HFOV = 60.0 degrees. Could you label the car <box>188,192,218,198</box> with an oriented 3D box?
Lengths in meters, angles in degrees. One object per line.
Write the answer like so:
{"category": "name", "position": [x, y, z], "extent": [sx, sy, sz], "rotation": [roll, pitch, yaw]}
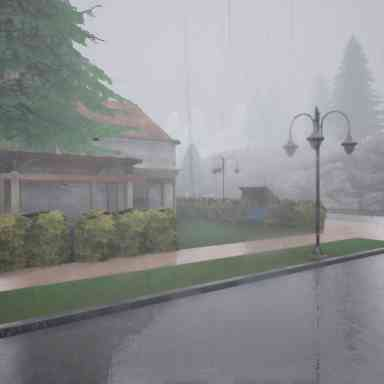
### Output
{"category": "car", "position": [1.588, 1.057, 38.821], "extent": [2.150, 2.045, 5.566], "rotation": [0, 0, -35]}
